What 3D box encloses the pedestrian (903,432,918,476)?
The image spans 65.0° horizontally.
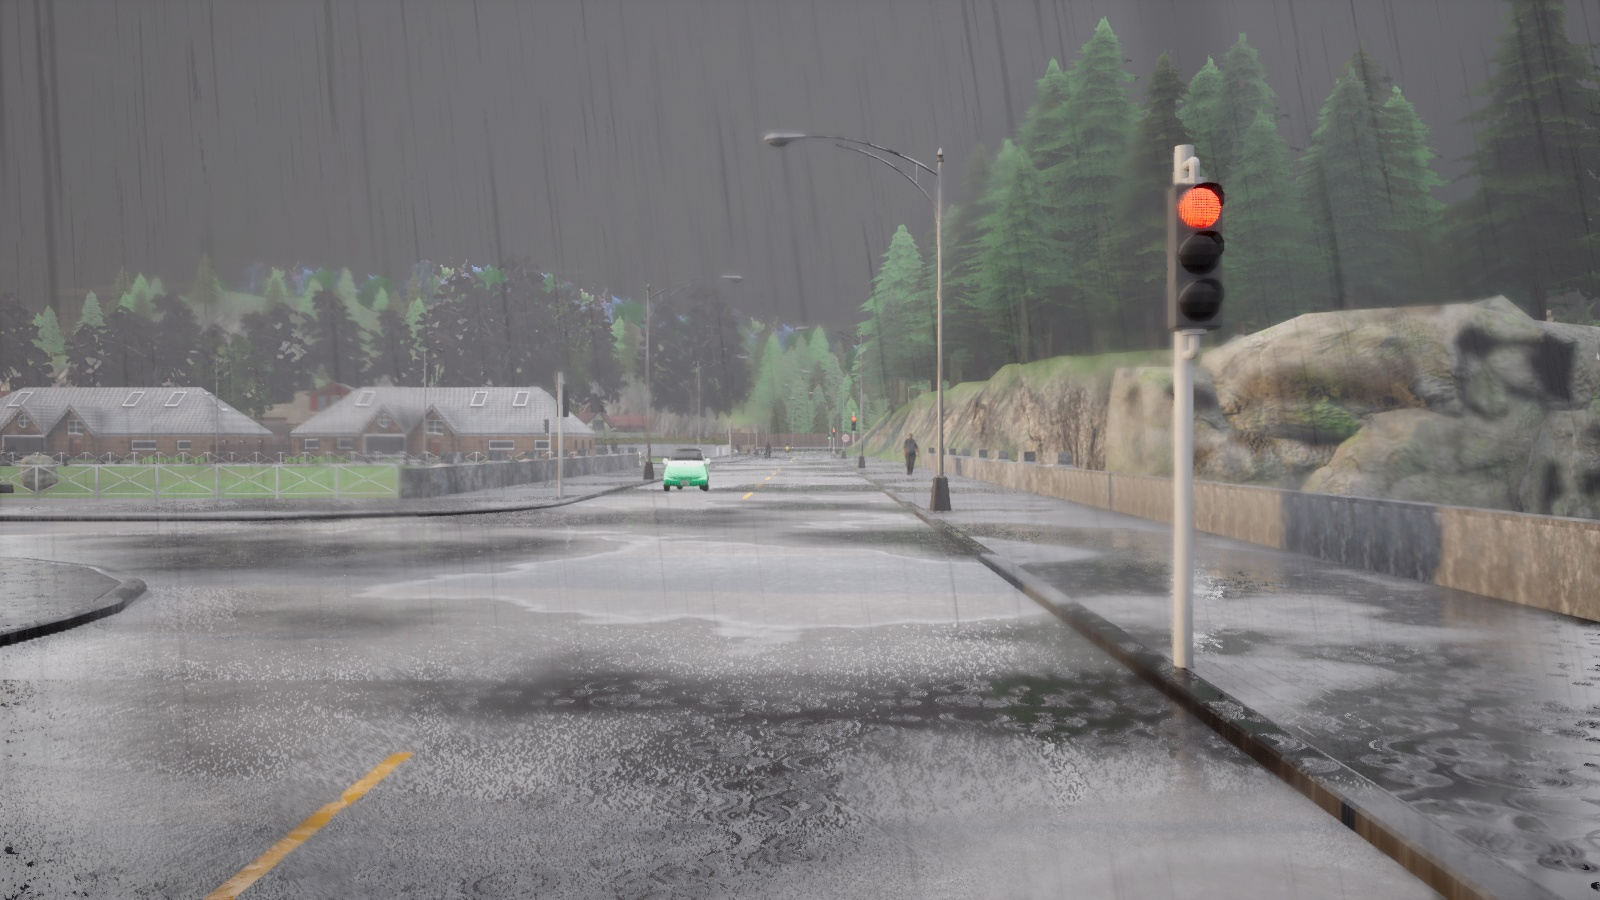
[{"bbox_3d":[4.603,0.165,52.326,0.540,1.848,0.694,0,0,2],"label":"pedestrian"}]

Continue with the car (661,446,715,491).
[{"bbox_3d":[-3.512,0.575,39.511,1.481,1.376,2.207,0,0,1],"label":"car"}]
